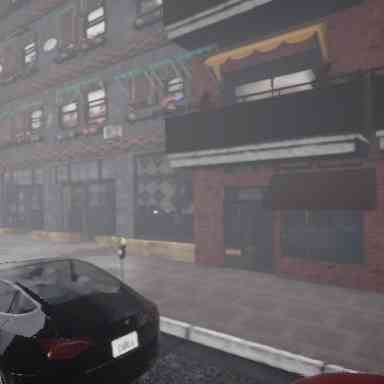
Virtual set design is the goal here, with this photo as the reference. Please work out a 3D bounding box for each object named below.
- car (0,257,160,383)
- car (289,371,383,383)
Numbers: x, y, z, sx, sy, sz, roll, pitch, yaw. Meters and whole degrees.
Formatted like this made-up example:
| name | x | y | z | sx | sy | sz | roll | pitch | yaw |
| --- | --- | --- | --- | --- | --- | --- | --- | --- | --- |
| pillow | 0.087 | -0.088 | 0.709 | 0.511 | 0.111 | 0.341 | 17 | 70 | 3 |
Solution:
| name | x | y | z | sx | sy | sz | roll | pitch | yaw |
| --- | --- | --- | --- | --- | --- | --- | --- | --- | --- |
| car | -2.369 | 1.584 | 4.581 | 4.313 | 1.339 | 1.947 | 0 | -1 | 36 |
| car | 2.260 | 1.577 | 1.280 | 4.206 | 1.307 | 1.802 | 0 | -1 | 36 |
